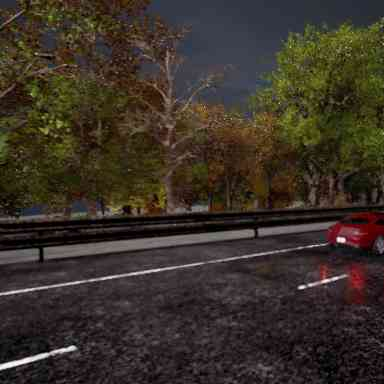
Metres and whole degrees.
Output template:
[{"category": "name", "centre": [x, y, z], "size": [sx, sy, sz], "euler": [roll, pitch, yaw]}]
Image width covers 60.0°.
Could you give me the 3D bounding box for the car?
[{"category": "car", "centre": [7.286, 1.570, 13.396], "size": [4.674, 1.442, 1.812], "euler": [0, 0, -35]}]
